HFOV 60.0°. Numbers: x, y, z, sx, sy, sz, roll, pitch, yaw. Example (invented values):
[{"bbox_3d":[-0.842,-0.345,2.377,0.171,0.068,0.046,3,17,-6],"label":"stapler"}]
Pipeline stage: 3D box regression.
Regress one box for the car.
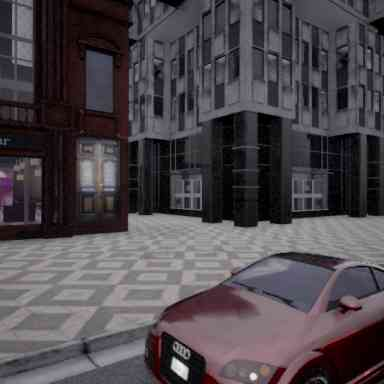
[{"bbox_3d":[1.498,1.564,4.455,4.181,1.385,1.994,0,0,-36],"label":"car"}]
